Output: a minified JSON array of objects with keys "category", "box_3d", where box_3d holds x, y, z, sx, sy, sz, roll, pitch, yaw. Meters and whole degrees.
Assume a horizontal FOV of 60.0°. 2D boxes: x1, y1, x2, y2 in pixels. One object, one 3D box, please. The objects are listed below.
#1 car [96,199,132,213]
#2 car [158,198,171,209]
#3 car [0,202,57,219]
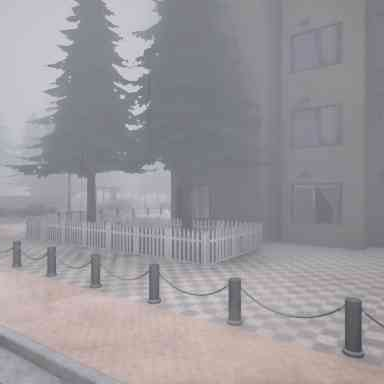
[{"category":"car","box_3d":[-8.736,1.476,36.251,2.128,1.511,4.902,0,0,37]},{"category":"car","box_3d":[-2.493,1.510,44.477,1.812,1.442,4.674,0,0,37]},{"category":"car","box_3d":[-14.366,1.585,28.805,1.895,1.301,4.718,0,0,37]}]
